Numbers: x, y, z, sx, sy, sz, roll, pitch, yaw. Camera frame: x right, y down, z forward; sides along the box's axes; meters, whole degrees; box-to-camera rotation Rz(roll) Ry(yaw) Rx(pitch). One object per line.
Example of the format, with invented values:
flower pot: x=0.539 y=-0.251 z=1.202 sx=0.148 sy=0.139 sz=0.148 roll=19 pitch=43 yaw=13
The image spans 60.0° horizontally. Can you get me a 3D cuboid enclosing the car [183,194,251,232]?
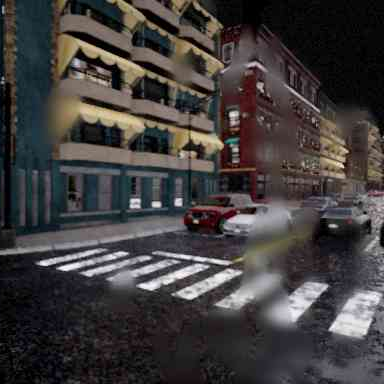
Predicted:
car: x=1.624 y=1.046 z=17.770 sx=2.192 sy=1.841 sz=5.009 roll=1 pitch=2 yaw=35

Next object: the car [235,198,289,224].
car: x=4.824 y=1.195 z=22.334 sx=1.887 sy=1.381 sz=4.507 roll=1 pitch=2 yaw=35

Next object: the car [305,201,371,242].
car: x=6.855 y=1.318 z=15.117 sx=1.994 sy=1.385 sz=4.181 roll=0 pitch=1 yaw=35

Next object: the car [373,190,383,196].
car: x=43.255 y=0.268 z=77.029 sx=1.802 sy=1.307 sz=4.206 roll=1 pitch=2 yaw=35

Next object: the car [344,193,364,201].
car: x=16.160 y=1.035 z=33.955 sx=1.895 sy=1.301 sz=4.718 roll=0 pitch=1 yaw=35

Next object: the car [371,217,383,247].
car: x=8.455 y=1.349 z=12.927 sx=1.947 sy=1.339 sz=4.313 roll=1 pitch=2 yaw=35

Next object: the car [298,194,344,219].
car: x=9.125 y=1.102 z=23.962 sx=2.128 sy=1.511 sz=4.902 roll=0 pitch=1 yaw=35

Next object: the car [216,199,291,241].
car: x=3.192 y=1.286 z=15.527 sx=1.812 sy=1.442 sz=4.674 roll=0 pitch=1 yaw=35

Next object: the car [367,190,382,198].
car: x=36.850 y=0.391 z=67.912 sx=1.887 sy=1.381 sz=4.507 roll=1 pitch=2 yaw=35
